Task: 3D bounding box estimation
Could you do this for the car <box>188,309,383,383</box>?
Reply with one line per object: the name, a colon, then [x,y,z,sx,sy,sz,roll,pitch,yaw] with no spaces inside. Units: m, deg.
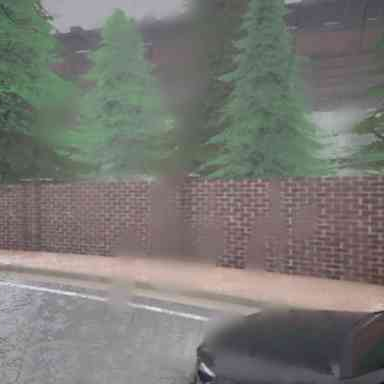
car: [2.122,1.483,2.207,4.674,1.442,1.812,0,0,36]
